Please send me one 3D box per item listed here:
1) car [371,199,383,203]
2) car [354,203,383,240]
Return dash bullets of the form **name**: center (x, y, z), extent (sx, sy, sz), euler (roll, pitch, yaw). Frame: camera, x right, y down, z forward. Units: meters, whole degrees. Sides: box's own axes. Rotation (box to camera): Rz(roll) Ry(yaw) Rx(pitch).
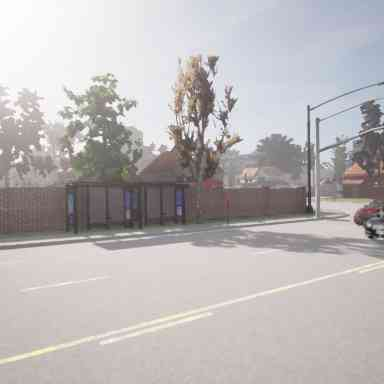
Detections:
- **car**: center (12.342, 1.226, 21.271), extent (4.553, 1.767, 2.097), euler (-1, 0, -35)
- **car**: center (9.860, 1.409, 15.265), extent (4.902, 1.511, 2.128), euler (0, 0, -35)
